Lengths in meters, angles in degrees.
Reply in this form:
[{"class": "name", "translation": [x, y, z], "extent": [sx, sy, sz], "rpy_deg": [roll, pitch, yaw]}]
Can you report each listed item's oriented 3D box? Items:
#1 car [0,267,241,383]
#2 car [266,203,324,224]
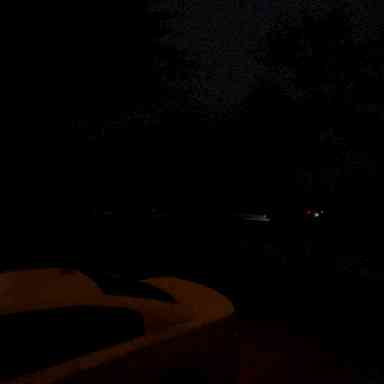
[{"class": "car", "translation": [-1.841, 1.477, 2.647], "extent": [5.008, 1.535, 1.882], "rpy_deg": [0, 0, -36]}, {"class": "car", "translation": [7.379, 1.518, 24.176], "extent": [1.994, 1.385, 4.181], "rpy_deg": [1, 0, -31]}]
